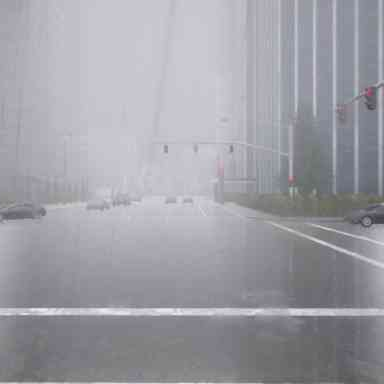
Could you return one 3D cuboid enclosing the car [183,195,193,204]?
[{"bbox_3d":[-0.790,1.526,65.341,1.812,1.442,4.674,0,0,-1],"label":"car"}]

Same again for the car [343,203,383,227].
[{"bbox_3d":[12.618,1.505,22.088,4.892,1.490,1.837,0,0,0],"label":"car"}]

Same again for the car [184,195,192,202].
[{"bbox_3d":[-0.882,1.387,75.592,1.882,1.535,5.008,0,0,-1],"label":"car"}]

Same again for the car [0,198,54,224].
[{"bbox_3d":[-13.295,1.491,24.771,2.128,1.511,4.902,0,0,33],"label":"car"}]

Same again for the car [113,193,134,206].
[{"bbox_3d":[-11.276,1.213,53.598,2.150,2.045,5.566,0,1,0],"label":"car"}]

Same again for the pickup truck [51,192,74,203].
[{"bbox_3d":[-24.365,1.059,60.024,2.390,2.098,6.274,0,0,30],"label":"pickup truck"}]

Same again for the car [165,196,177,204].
[{"bbox_3d":[-4.187,1.601,65.000,1.895,1.301,4.718,0,0,0],"label":"car"}]

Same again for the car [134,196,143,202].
[{"bbox_3d":[-11.317,1.410,68.253,1.994,1.385,4.181,0,0,-1],"label":"car"}]

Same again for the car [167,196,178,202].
[{"bbox_3d":[-4.378,1.540,75.261,2.033,1.411,5.357,0,0,-1],"label":"car"}]

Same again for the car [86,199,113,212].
[{"bbox_3d":[-11.155,1.525,39.742,1.812,1.442,4.674,0,0,-1],"label":"car"}]
